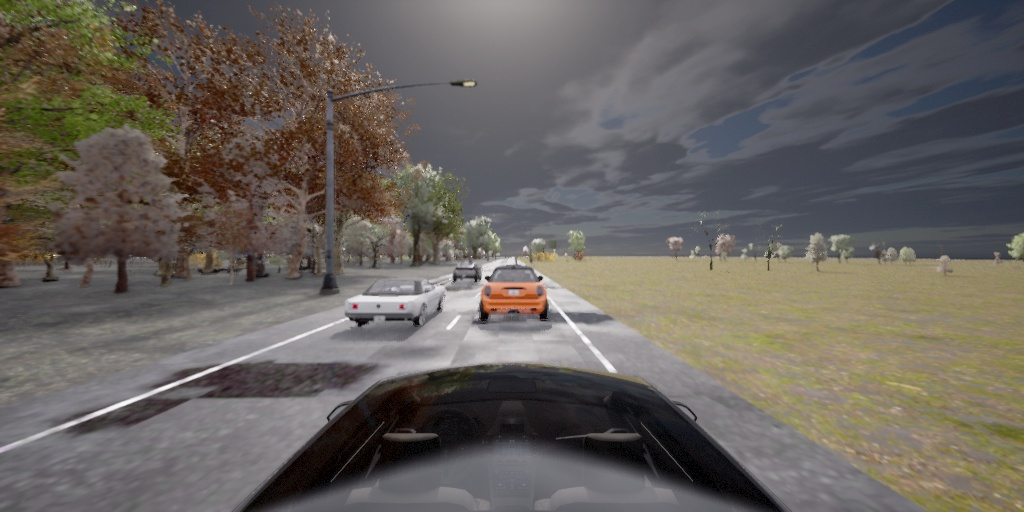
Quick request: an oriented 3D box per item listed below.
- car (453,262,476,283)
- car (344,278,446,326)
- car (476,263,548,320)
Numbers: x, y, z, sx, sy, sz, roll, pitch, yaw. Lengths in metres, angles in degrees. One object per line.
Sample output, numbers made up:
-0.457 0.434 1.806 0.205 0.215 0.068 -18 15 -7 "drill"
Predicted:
-3.424 1.236 28.055 2.128 1.511 4.902 0 0 0 "car"
-3.437 1.348 11.582 1.895 1.301 4.718 0 0 0 "car"
0.070 1.098 12.754 2.097 1.767 4.553 0 0 0 "car"
